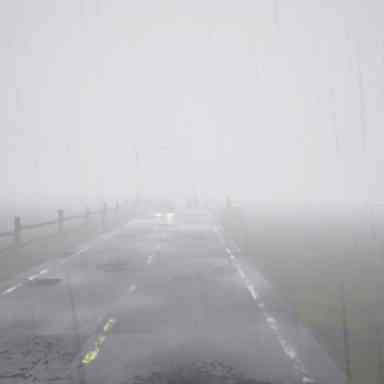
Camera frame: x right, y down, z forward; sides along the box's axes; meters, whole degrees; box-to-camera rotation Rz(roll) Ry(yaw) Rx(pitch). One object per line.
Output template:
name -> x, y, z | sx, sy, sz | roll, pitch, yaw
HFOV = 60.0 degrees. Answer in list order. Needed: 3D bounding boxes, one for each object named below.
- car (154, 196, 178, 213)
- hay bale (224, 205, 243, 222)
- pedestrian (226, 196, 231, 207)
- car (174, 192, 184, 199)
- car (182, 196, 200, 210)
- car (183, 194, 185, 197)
car -> -2.849, 1.485, 35.385 | 1.994, 1.385, 4.181 | 0, 0, 0
hay bale -> 3.114, 1.598, 25.130 | 1.220, 1.180, 1.240 | -1, -1, 0
pedestrian -> 2.821, 1.256, 26.235 | 0.375, 1.860, 0.375 | 1, -1, -2
car -> -2.764, 1.002, 75.777 | 2.150, 2.045, 5.566 | 0, 0, 0
car -> 0.056, 1.511, 40.766 | 1.895, 1.301, 4.718 | 0, 0, 0
car -> -0.007, 1.370, 50.666 | 1.882, 1.535, 5.008 | 0, 0, 0
